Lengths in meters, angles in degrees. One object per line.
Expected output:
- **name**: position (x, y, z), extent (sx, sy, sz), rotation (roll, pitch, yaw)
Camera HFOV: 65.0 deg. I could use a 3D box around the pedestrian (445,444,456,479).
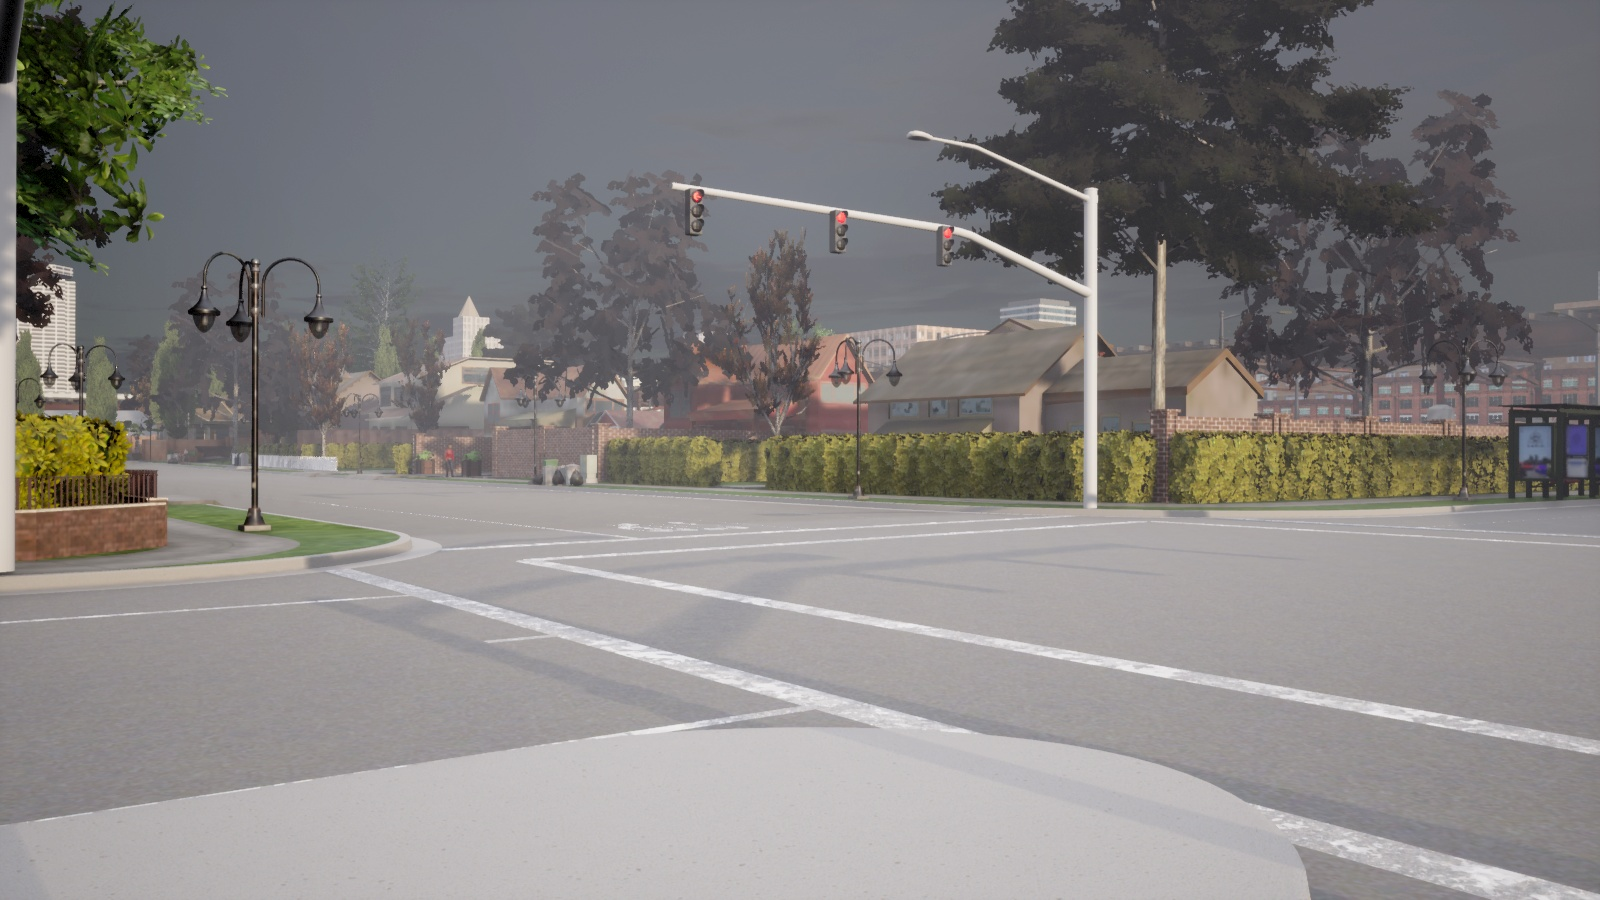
- **pedestrian**: position (-18.211, 0.604, 65.453), extent (0.331, 1.846, 0.636), rotation (0, 0, -36)
